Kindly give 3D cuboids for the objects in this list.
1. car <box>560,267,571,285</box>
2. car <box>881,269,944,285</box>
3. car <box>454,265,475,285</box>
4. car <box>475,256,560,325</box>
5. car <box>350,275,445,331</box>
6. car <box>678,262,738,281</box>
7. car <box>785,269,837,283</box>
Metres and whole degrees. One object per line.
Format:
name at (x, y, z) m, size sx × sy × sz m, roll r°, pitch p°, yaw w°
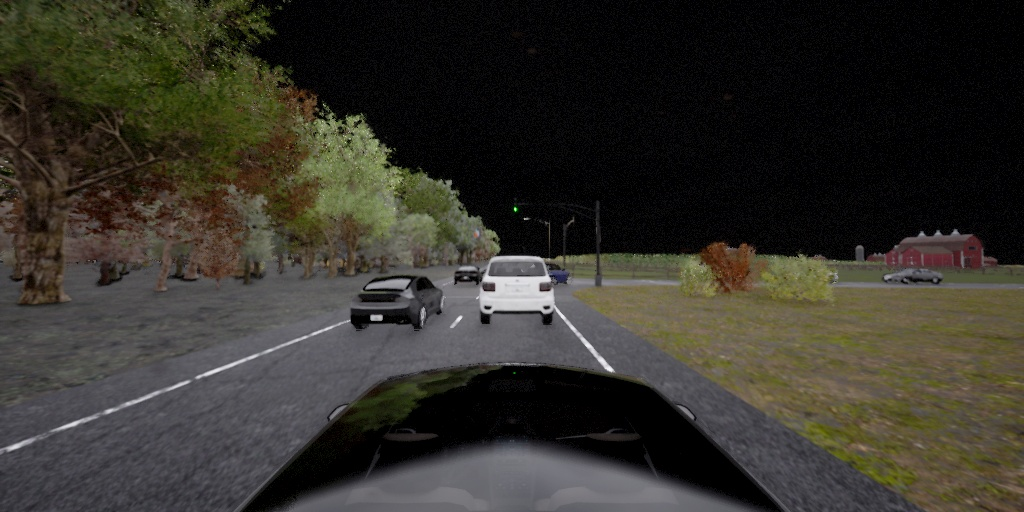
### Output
car at (2.750, 1.317, 26.460) m, size 2.097 × 1.767 × 4.553 m, roll 0°, pitch -1°, yaw 30°
car at (39.564, 2.016, 35.511) m, size 4.902 × 1.511 × 2.128 m, roll 1°, pitch -1°, yaw 0°
car at (-3.405, 1.464, 28.794) m, size 1.882 × 1.535 × 5.008 m, roll 0°, pitch 0°, yaw 0°
car at (0.108, 1.060, 12.346) m, size 2.150 × 2.045 × 5.566 m, roll 0°, pitch -1°, yaw -1°
car at (-3.400, 1.339, 11.419) m, size 1.837 × 1.490 × 4.892 m, roll 0°, pitch -1°, yaw 0°
car at (19.551, 1.529, 35.618) m, size 5.566 × 2.045 × 2.150 m, roll 1°, pitch -1°, yaw 0°
car at (29.517, 1.942, 35.571) m, size 4.674 × 1.442 × 1.812 m, roll 1°, pitch -1°, yaw 0°
